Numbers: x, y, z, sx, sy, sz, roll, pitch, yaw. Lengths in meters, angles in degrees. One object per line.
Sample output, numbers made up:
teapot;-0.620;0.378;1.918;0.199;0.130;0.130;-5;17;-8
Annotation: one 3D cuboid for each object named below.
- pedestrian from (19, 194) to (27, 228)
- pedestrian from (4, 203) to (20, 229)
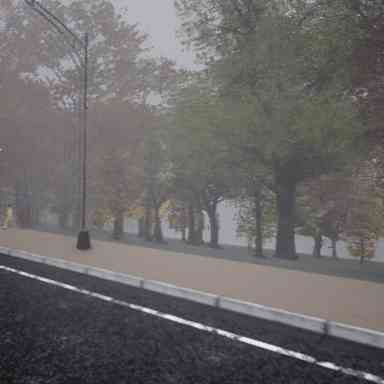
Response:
pedestrian;-9.000;0.992;17.734;0.375;1.860;0.375;2;1;35
pedestrian;-9.033;1.184;16.660;0.375;1.300;0.375;2;1;35
